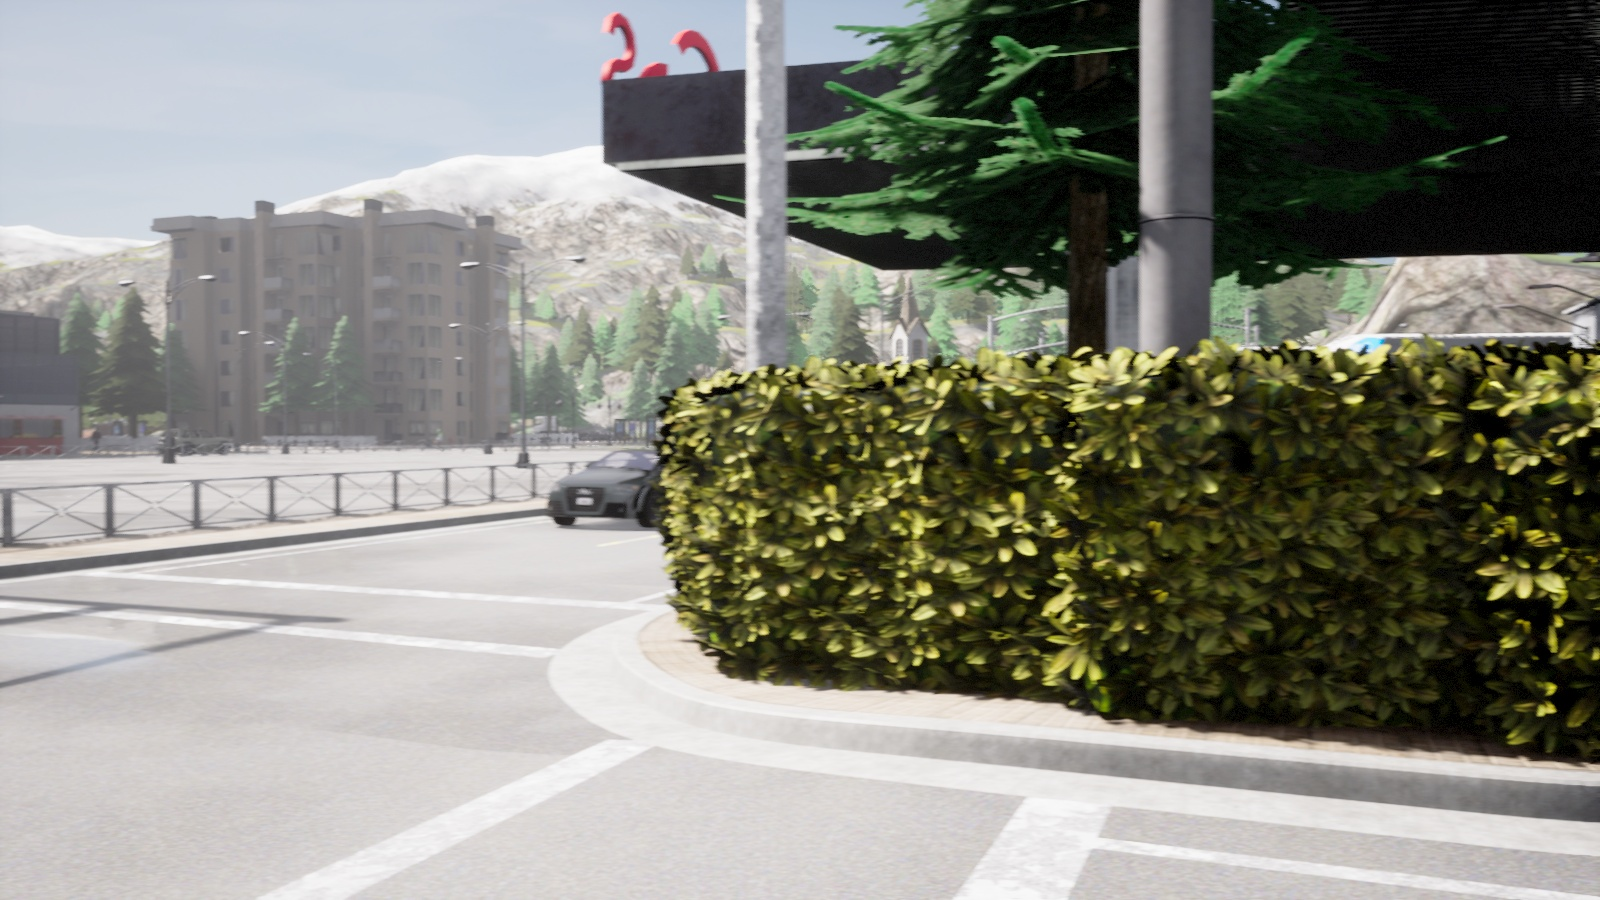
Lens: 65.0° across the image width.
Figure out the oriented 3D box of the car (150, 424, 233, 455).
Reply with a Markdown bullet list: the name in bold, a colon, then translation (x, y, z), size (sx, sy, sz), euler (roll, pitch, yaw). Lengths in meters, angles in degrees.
- **car**: translation (-38.015, -0.683, 78.568), size (1.932, 1.855, 4.605), euler (1, 1, 22)

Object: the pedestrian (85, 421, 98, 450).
- **pedestrian**: translation (-45.591, -0.909, 80.813), size (0.376, 1.854, 0.720), euler (0, 1, 2)

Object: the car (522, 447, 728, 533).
- **car**: translation (-3.145, 0.666, 23.495), size (1.994, 1.385, 4.181), euler (1, 1, 22)
